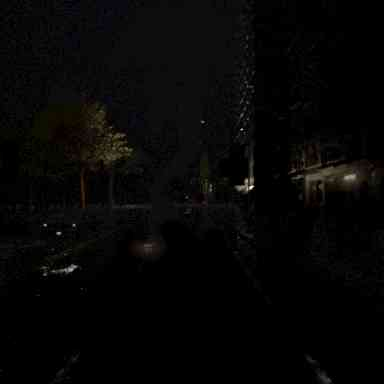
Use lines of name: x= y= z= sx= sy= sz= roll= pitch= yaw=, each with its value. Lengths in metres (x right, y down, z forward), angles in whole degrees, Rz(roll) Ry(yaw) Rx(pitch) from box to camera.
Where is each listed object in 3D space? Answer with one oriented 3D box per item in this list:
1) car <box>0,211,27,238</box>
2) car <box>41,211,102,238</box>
car: x=-9.837 y=1.656 z=16.216 sx=1.812 sy=1.442 sz=4.674 roll=0 pitch=0 yaw=0
car: x=-6.582 y=1.752 z=18.674 sx=1.895 sy=1.301 sz=4.718 roll=0 pitch=-1 yaw=0
